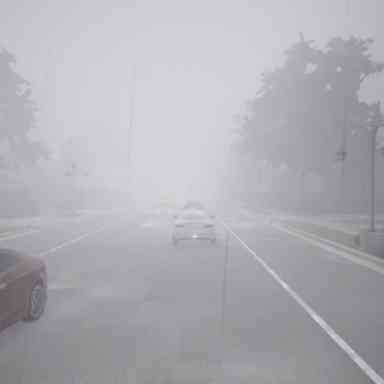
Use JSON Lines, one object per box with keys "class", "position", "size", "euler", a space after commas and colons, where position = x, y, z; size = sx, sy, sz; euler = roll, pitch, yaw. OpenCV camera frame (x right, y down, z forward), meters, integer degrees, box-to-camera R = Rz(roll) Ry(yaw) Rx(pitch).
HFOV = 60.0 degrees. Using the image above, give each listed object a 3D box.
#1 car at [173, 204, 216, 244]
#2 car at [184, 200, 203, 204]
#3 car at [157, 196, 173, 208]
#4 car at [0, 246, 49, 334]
{"class": "car", "position": [0.103, 1.519, 15.559], "size": [1.812, 1.442, 4.674], "euler": [0, 0, 0]}
{"class": "car", "position": [0.108, 1.494, 33.110], "size": [1.994, 1.385, 4.181], "euler": [0, 0, 0]}
{"class": "car", "position": [-3.574, 1.332, 45.292], "size": [1.882, 1.535, 5.008], "euler": [0, 1, 0]}
{"class": "car", "position": [-3.600, 1.526, 4.542], "size": [1.812, 1.442, 4.674], "euler": [0, 0, 0]}
